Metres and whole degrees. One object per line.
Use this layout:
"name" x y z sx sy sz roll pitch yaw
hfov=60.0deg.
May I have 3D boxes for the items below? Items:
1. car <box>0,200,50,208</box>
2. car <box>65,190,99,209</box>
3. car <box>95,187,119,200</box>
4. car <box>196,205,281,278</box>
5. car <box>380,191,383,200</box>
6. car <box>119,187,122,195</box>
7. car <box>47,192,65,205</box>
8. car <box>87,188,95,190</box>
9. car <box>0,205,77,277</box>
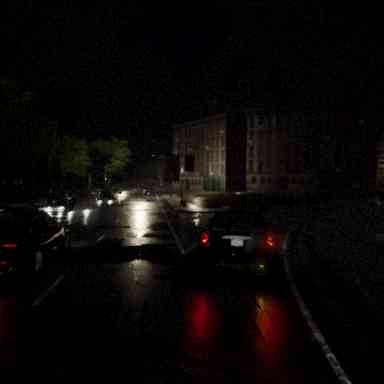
"car" -9.313 1.286 17.421 1.895 1.301 4.718 0 1 -7
"car" -11.379 0.854 34.675 1.882 1.535 5.008 0 1 -7
"car" -13.557 0.162 53.239 2.150 2.045 5.566 0 2 -6
"car" 1.508 1.206 10.082 2.097 1.767 4.553 1 1 12
"car" 26.705 0.342 44.132 4.674 1.442 1.812 -2 4 -35
"car" -15.298 -0.233 68.042 1.837 1.490 4.892 0 2 -7
"car" -15.045 0.781 38.052 2.128 1.511 4.902 0 1 -7
"car" -17.273 0.170 57.219 2.097 1.767 4.553 0 2 -7
"car" -4.893 1.328 9.558 1.837 1.490 4.892 0 1 -7
